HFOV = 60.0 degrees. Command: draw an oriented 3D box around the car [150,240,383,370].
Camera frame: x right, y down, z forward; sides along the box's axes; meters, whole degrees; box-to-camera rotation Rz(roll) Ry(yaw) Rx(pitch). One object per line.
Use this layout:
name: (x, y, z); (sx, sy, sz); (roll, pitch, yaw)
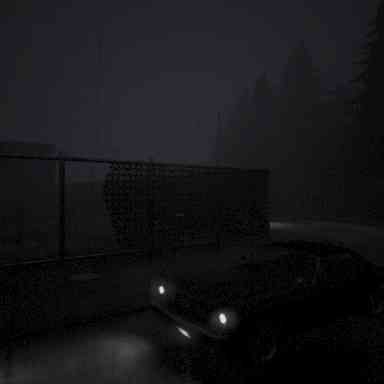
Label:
car: (1.691, 1.601, 5.821); (4.718, 1.301, 1.895); (0, 0, -36)
